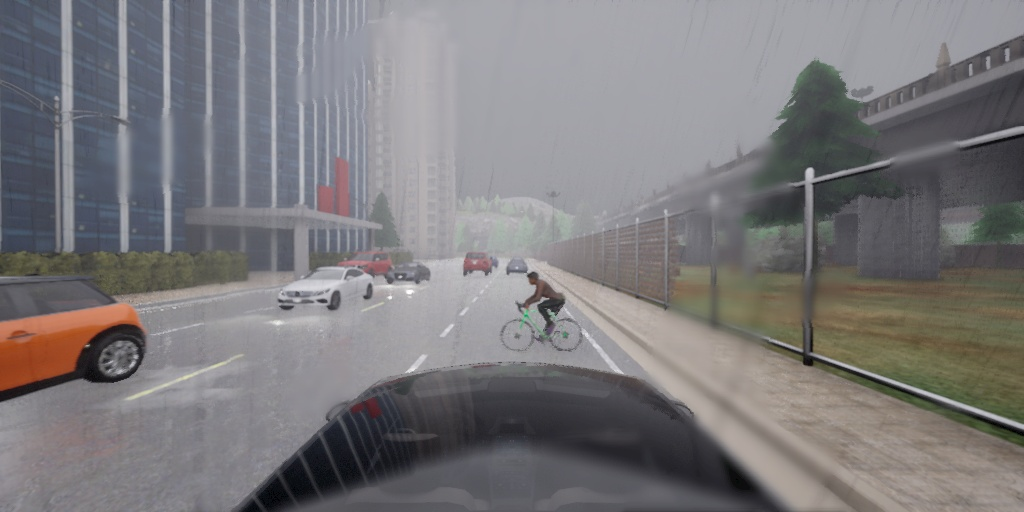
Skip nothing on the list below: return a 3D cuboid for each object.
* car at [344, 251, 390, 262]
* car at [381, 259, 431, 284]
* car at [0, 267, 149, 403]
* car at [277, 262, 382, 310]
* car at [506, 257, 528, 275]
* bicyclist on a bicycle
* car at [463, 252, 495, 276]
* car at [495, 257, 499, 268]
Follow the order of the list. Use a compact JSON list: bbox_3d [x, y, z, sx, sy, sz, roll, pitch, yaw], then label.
[{"bbox_3d":[-10.192,0.699,25.128,2.150,2.045,5.566,0,0,1],"label":"car"},{"bbox_3d":[-6.789,1.075,23.906,1.994,1.385,4.181,0,1,1],"label":"car"},{"bbox_3d":[-7.089,1.065,3.933,2.097,1.767,4.553,0,1,1],"label":"car"},{"bbox_3d":[-6.938,1.138,13.953,1.812,1.442,4.674,0,1,1],"label":"car"},{"bbox_3d":[0.490,0.990,33.608,1.994,1.385,4.181,0,1,2],"label":"car"},{"bbox_3d":[0.588,1.136,7.193,1.656,1.620,0.582,-1,1,1],"label":"bicyclist on a bicycle"},{"bbox_3d":[-3.035,0.650,32.425,2.150,2.045,5.566,0,0,1],"label":"car"},{"bbox_3d":[-2.816,0.754,47.656,1.882,1.535,5.008,0,0,1],"label":"car"}]
